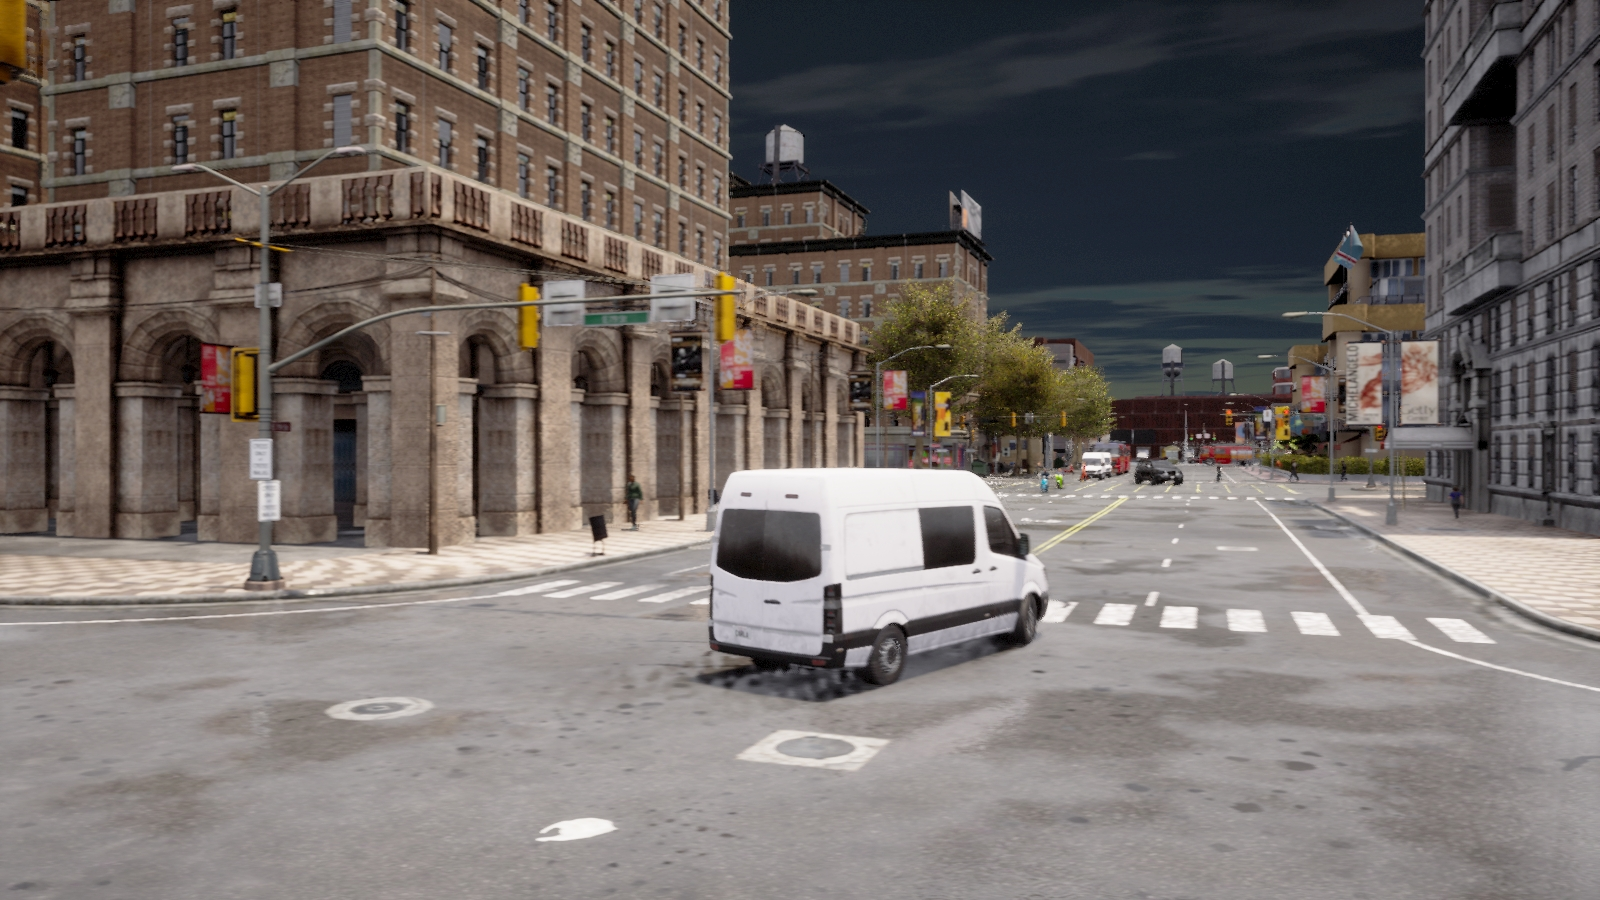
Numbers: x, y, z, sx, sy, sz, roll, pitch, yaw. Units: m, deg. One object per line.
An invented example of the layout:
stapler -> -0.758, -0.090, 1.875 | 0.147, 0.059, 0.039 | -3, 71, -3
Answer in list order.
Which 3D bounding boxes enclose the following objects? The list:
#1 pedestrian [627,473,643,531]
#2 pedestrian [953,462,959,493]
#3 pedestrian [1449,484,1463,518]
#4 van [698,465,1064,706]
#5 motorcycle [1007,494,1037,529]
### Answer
pedestrian -> -5.366, 1.697, 37.217 | 0.375, 1.860, 0.375 | 0, 0, 26
pedestrian -> 9.676, 1.697, 70.753 | 0.375, 1.860, 0.375 | 0, 0, 8
pedestrian -> 25.321, 1.977, 44.092 | 0.375, 1.300, 0.375 | 0, 0, 12
van -> 1.377, 1.534, 15.532 | 1.988, 2.561, 5.915 | 1, 0, 38
motorcycle -> 8.074, 2.214, 41.537 | 0.803, 1.145, 2.033 | 0, 0, 18
